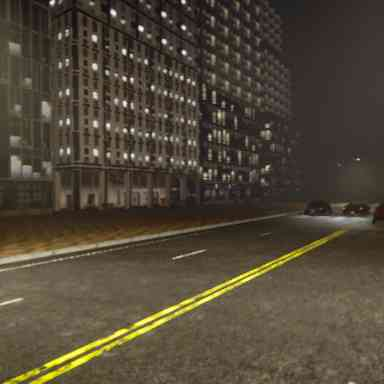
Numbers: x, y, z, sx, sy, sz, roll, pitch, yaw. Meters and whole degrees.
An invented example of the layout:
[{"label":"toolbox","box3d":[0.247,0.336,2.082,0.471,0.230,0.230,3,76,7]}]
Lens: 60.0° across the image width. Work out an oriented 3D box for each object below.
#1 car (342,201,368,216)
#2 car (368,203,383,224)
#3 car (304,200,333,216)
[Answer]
[{"label":"car","box3d":[15.912,1.576,32.162,1.895,1.301,4.718,-1,0,36]},{"label":"car","box3d":[14.124,1.481,23.717,1.812,1.442,4.674,-1,0,35]},{"label":"car","box3d":[12.706,1.541,33.262,1.812,1.442,4.674,-1,0,36]}]
